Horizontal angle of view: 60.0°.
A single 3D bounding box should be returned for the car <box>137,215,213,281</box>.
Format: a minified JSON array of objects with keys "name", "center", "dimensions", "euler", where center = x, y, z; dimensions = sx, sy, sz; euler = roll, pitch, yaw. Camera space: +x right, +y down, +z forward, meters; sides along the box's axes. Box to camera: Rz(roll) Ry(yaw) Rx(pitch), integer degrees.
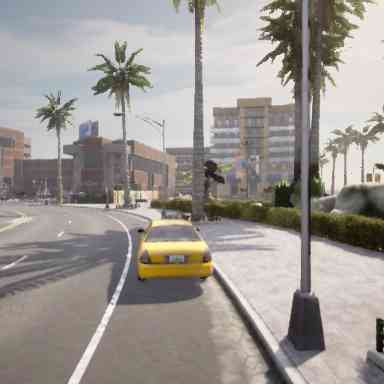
[{"name":"car","center":[-0.649,1.447,9.853],"dimensions":[1.801,1.575,5.366],"euler":[0,0,-7]}]
